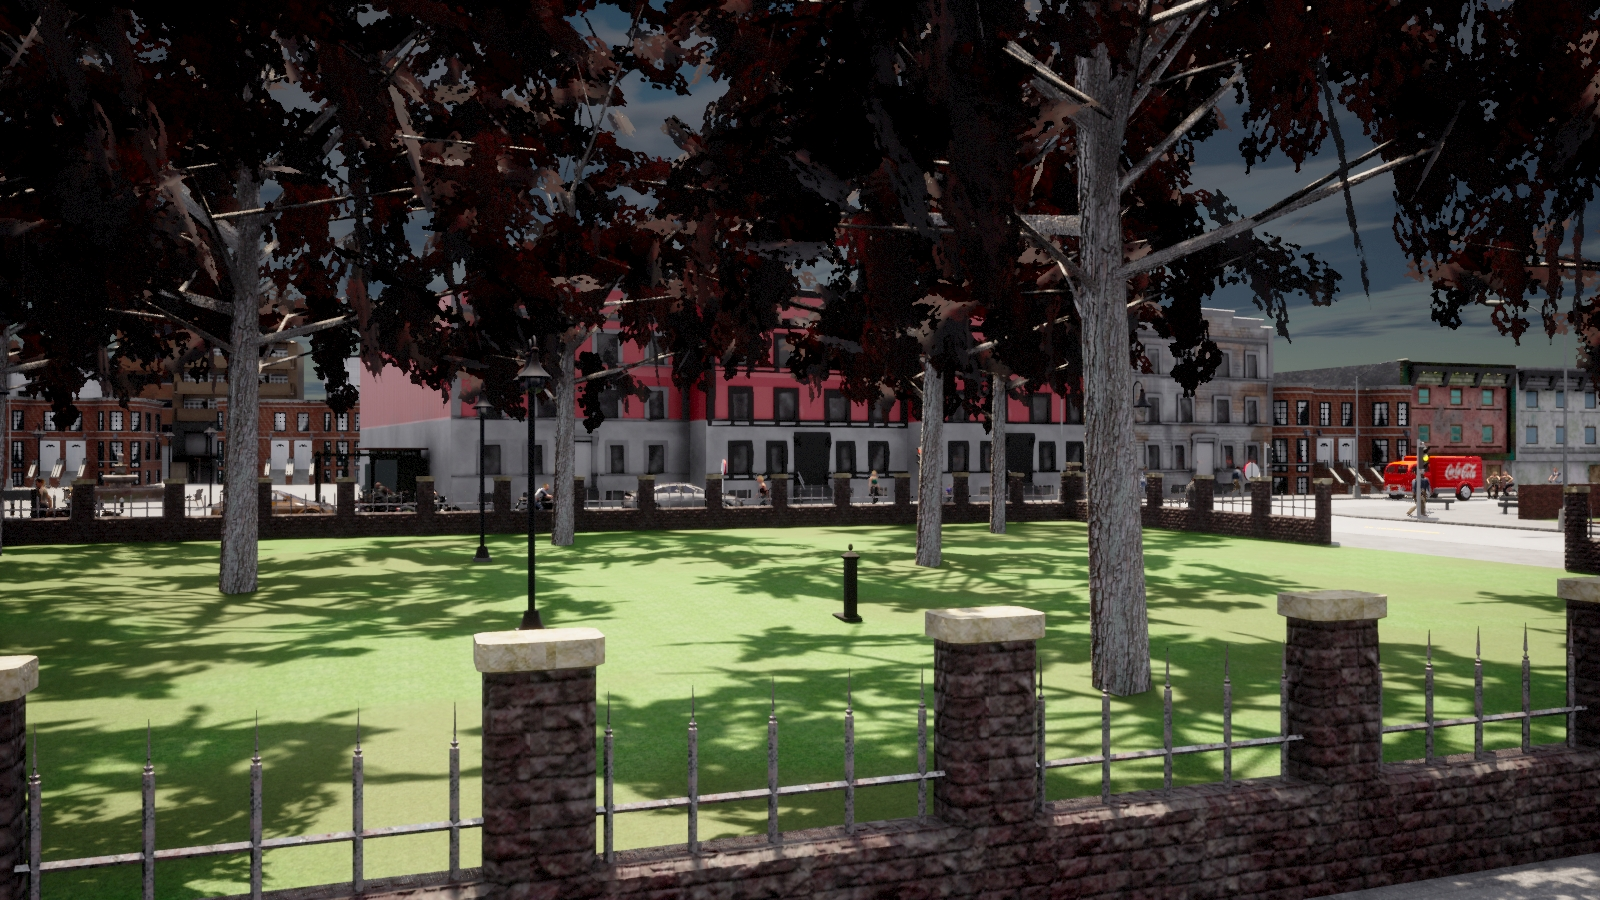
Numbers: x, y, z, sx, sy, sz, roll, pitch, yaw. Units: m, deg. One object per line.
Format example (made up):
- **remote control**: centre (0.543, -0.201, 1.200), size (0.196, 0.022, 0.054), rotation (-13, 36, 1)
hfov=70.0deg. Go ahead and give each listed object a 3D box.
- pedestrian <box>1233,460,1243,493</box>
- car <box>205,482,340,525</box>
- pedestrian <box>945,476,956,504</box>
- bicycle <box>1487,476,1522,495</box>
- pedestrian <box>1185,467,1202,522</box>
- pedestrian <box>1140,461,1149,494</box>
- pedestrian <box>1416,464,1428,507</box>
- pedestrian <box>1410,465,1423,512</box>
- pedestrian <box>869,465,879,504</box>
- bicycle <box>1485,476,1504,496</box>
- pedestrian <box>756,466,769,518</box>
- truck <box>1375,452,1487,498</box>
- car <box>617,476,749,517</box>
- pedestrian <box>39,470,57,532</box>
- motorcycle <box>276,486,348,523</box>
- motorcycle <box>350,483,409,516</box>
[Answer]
- **pedestrian**: centre (25.036, 1.523, 65.348), size (0.375, 1.860, 0.375), rotation (0, 0, -19)
- **car**: centre (-18.776, 1.899, 40.895), size (4.181, 1.385, 1.994), rotation (0, 0, -18)
- **pedestrian**: centre (7.137, 1.909, 54.308), size (0.375, 1.300, 0.375), rotation (0, 0, -19)
- **bicycle**: centre (40.458, 2.036, 65.608), size (1.487, 1.080, 0.859), rotation (0, 0, 1)
- **pedestrian**: centre (13.586, 1.525, 39.454), size (0.375, 1.860, 0.375), rotation (0, 0, -20)
- **pedestrian**: centre (19.085, 1.524, 63.314), size (0.375, 1.860, 0.375), rotation (0, 0, -16)
- **pedestrian**: centre (26.608, 1.517, 48.890), size (0.375, 1.860, 0.375), rotation (0, 0, 10)
- **pedestrian**: centre (24.519, 1.518, 45.435), size (0.375, 1.860, 0.375), rotation (0, 0, 38)
- **pedestrian**: centre (3.500, 1.628, 54.070), size (0.375, 1.860, 0.375), rotation (0, 0, -26)
- **bicycle**: centre (39.299, 2.036, 64.656), size (0.859, 1.080, 1.487), rotation (0, 0, 35)
- **pedestrian**: centre (-1.375, 1.525, 41.779), size (0.375, 1.860, 0.375), rotation (0, 0, -19)
- **truck**: centre (35.004, 1.348, 63.458), size (5.204, 2.467, 2.627), rotation (0, 0, -19)
- **car**: centre (-4.677, 1.827, 45.707), size (4.902, 1.511, 2.128), rotation (0, 0, -19)
- **pedestrian**: centre (-22.695, 1.523, 34.467), size (0.375, 1.860, 0.375), rotation (0, 0, -19)
- **motorcycle**: centre (-17.611, 1.950, 41.298), size (2.356, 1.277, 0.764), rotation (0, 0, -19)
- **motorcycle**: centre (-16.837, 1.985, 45.790), size (2.209, 1.251, 0.867), rotation (0, 0, -19)
